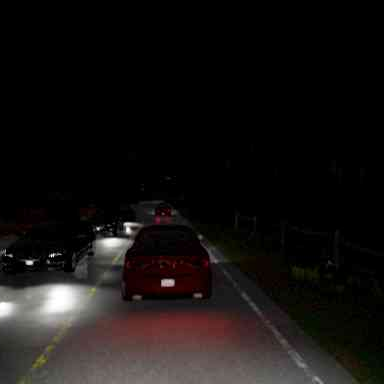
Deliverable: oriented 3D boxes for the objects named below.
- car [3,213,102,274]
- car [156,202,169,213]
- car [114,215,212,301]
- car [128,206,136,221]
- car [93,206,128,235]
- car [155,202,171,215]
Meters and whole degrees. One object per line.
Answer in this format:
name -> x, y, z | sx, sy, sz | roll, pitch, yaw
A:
car -> -4.511, 1.659, 11.219 | 1.837, 1.490, 4.892 | 0, -1, -5
car -> -4.331, 2.254, 49.582 | 1.837, 1.490, 4.892 | 0, -1, -5
car -> -0.671, 1.594, 8.718 | 1.882, 1.535, 5.008 | 0, -1, -5
car -> -6.227, 2.017, 30.523 | 1.994, 1.385, 4.181 | 0, -1, -5
car -> -5.352, 1.805, 20.645 | 1.837, 1.490, 4.892 | 0, -1, -5
car -> -3.442, 2.196, 39.649 | 1.895, 1.301, 4.718 | 0, -1, -5
